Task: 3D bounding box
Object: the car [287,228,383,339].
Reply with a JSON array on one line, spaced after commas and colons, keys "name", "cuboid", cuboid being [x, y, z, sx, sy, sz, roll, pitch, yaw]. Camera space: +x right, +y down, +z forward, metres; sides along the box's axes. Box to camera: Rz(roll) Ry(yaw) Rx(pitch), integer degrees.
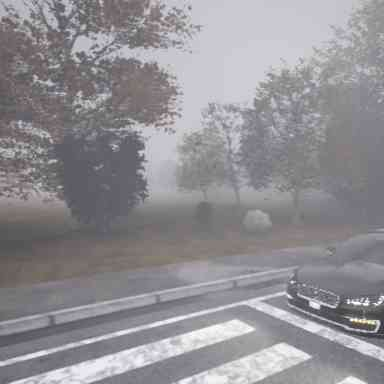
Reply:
[{"name": "car", "cuboid": [3.935, 1.464, 6.246, 4.892, 1.490, 1.837, 0, 0, -31]}]
